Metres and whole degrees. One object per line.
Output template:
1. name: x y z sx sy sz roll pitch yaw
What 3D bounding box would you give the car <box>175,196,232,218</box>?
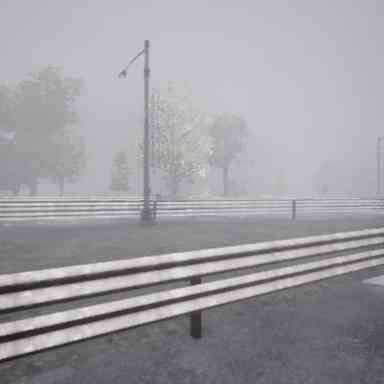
1. car: 1.178 1.240 26.255 4.181 1.385 1.994 0 0 -22

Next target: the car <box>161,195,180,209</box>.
1. car: -0.255 1.244 29.454 4.181 1.385 1.994 0 0 -22

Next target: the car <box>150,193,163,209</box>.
1. car: -1.726 1.033 32.634 4.553 1.767 2.097 0 0 -22

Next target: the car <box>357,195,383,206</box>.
1. car: 21.102 1.112 37.872 4.553 1.767 2.097 0 0 -20
